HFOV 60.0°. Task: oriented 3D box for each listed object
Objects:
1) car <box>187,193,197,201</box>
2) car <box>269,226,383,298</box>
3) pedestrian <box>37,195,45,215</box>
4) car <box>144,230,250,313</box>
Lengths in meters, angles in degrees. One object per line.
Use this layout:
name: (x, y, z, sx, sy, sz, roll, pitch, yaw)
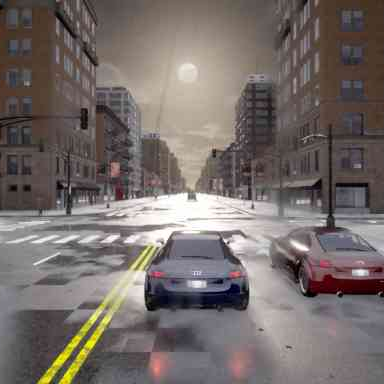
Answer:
car: (-0.026, 1.212, 80.278, 2.150, 2.045, 5.566, 0, 0, 0)
car: (3.335, 1.564, 8.581, 1.994, 1.385, 4.181, 0, 0, 0)
pedestrian: (-14.152, 1.170, 31.080, 0.375, 1.860, 0.375, 0, 0, 0)
car: (0.085, 1.564, 7.762, 1.994, 1.385, 4.181, 0, 0, 0)
